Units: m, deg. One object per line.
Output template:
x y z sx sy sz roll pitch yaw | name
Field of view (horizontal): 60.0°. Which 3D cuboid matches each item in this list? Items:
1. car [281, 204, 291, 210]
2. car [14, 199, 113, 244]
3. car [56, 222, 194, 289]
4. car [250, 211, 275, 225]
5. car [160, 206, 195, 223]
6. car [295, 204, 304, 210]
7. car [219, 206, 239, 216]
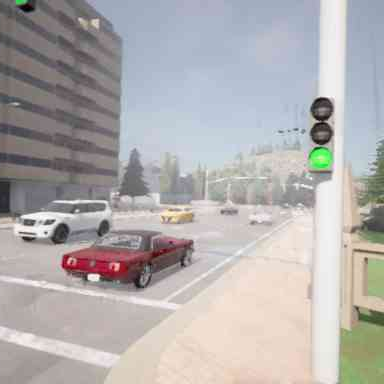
24.940 3.970 88.846 1.837 1.490 4.892 1 -1 20 | car
-6.327 1.414 17.294 2.150 2.045 5.566 1 -1 21 | car
-1.527 1.796 9.933 1.895 1.301 4.718 1 -1 21 | car
7.001 2.477 32.521 1.895 1.301 4.718 1 -1 21 | car
-1.273 2.073 30.682 1.882 1.535 5.008 1 -1 21 | car
28.215 4.071 87.615 2.128 1.511 4.902 1 -1 20 | car
5.406 2.727 48.108 1.895 1.301 4.718 1 -1 21 | car
